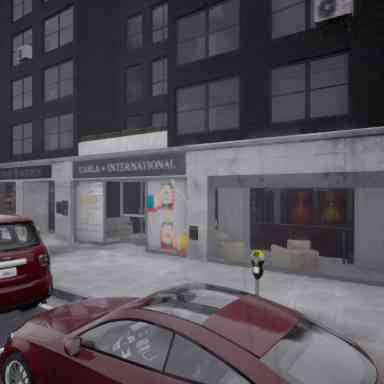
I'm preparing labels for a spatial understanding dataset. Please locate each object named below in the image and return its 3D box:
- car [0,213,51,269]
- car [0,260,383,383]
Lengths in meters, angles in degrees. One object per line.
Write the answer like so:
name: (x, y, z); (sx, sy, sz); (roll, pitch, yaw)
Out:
car: (-4.752, 1.314, 6.448); (5.009, 1.841, 2.192); (0, 0, 35)
car: (-0.137, 1.582, 3.170); (4.206, 1.307, 1.802); (0, 0, 35)
